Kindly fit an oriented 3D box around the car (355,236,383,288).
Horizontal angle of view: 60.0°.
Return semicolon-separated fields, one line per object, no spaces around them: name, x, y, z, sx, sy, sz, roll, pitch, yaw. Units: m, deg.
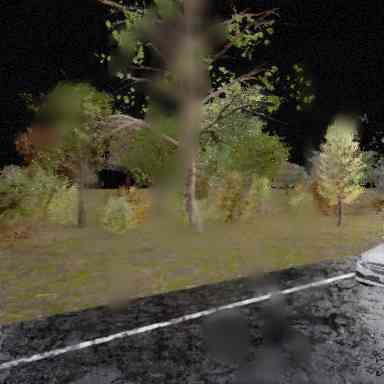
car;5.901;1.528;8.095;4.674;1.442;1.812;0;0;-35
